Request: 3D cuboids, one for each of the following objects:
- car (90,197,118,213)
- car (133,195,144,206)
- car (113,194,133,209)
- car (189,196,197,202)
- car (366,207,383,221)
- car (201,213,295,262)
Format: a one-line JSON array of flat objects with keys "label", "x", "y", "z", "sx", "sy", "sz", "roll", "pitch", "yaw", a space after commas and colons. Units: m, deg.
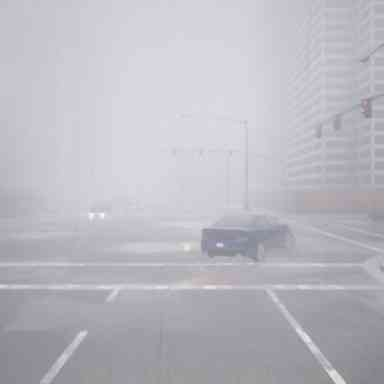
[{"label": "car", "x": -10.509, "y": 1.671, "z": 39.051, "sx": 1.994, "sy": 1.385, "sz": 4.181, "roll": 0, "pitch": 0, "yaw": 0}, {"label": "car", "x": -10.390, "y": 1.712, "z": 59.088, "sx": 2.033, "sy": 1.411, "sz": 5.357, "roll": 0, "pitch": 0, "yaw": 1}, {"label": "car", "x": -10.478, "y": 1.356, "z": 48.401, "sx": 2.150, "sy": 2.045, "sz": 5.566, "roll": 0, "pitch": 0, "yaw": 0}, {"label": "car", "x": 0.185, "y": 1.749, "z": 79.416, "sx": 1.812, "sy": 1.442, "sz": 4.674, "roll": 0, "pitch": 0, "yaw": 0}, {"label": "car", "x": 16.266, "y": 1.583, "z": 26.009, "sx": 4.892, "sy": 1.490, "sz": 1.837, "roll": 0, "pitch": 0, "yaw": 0}, {"label": "car", "x": 2.234, "y": 1.514, "z": 12.479, "sx": 1.882, "sy": 1.535, "sz": 5.008, "roll": -2, "pitch": -1, "yaw": 33}]
